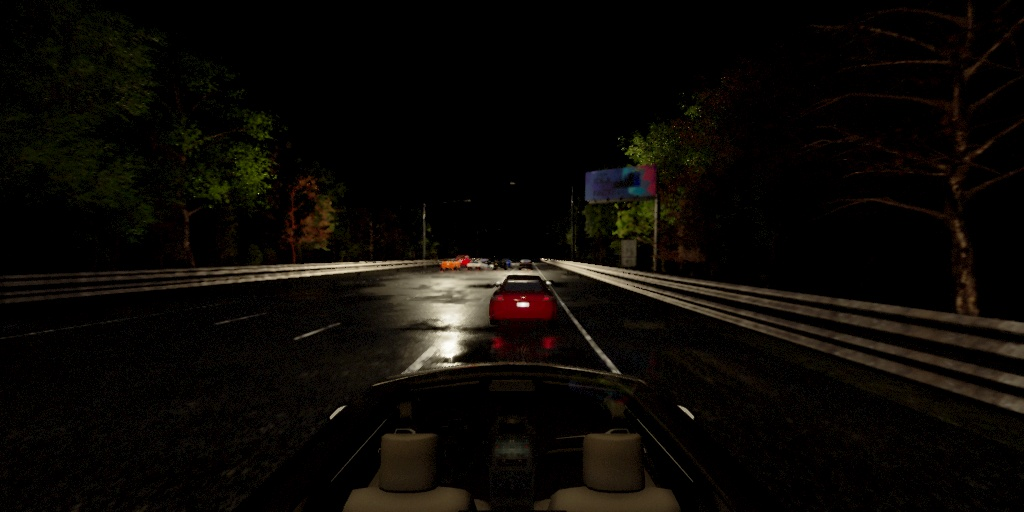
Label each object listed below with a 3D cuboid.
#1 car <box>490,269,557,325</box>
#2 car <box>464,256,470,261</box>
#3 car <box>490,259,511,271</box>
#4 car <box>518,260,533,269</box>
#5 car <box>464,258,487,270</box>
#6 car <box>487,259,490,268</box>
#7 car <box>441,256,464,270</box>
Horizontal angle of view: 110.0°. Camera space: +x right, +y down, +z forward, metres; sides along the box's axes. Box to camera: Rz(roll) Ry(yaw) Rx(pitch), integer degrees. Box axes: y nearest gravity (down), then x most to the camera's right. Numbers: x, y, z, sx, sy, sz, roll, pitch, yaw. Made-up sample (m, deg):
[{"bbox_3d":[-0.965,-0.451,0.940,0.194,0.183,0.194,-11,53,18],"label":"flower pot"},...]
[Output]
[{"bbox_3d":[0.374,1.312,11.898,1.994,1.385,4.181,0,0,2],"label":"car"},{"bbox_3d":[-8.109,0.946,60.708,2.150,2.045,5.566,0,0,3],"label":"car"},{"bbox_3d":[-1.583,1.240,49.954,1.837,1.490,4.892,0,0,3],"label":"car"},{"bbox_3d":[1.913,1.234,49.798,2.128,1.511,4.902,0,0,3],"label":"car"},{"bbox_3d":[-5.059,1.329,50.556,1.895,1.301,4.718,0,0,3],"label":"car"},{"bbox_3d":[-4.614,1.226,60.522,2.128,1.511,4.902,0,0,3],"label":"car"},{"bbox_3d":[-8.559,1.072,50.652,2.097,1.767,4.553,0,0,3],"label":"car"}]
